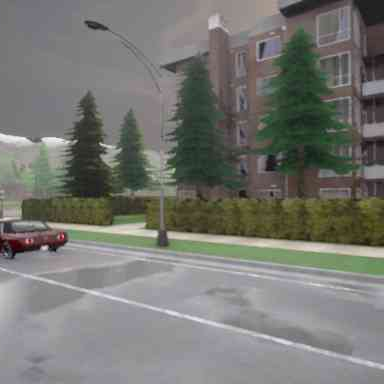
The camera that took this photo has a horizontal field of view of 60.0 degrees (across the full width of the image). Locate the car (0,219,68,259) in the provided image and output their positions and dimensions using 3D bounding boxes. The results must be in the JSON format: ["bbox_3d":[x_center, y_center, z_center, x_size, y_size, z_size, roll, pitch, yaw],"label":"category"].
[{"bbox_3d":[-7.097,1.745,13.255,4.718,1.301,1.895,-1,0,36],"label":"car"}]
